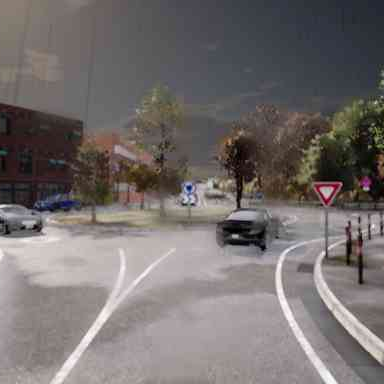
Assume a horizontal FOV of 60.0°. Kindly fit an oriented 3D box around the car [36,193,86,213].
[{"bbox_3d":[-13.729,1.120,34.925,2.150,2.045,5.566,0,0,28],"label":"car"}]

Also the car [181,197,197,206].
[{"bbox_3d":[-0.637,1.431,50.591,2.033,1.411,5.357,0,0,-5],"label":"car"}]

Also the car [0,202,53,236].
[{"bbox_3d":[-10.182,1.471,18.603,4.902,1.511,2.128,1,1,40],"label":"car"}]

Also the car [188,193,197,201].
[{"bbox_3d":[0.204,1.175,79.919,2.150,2.045,5.566,0,0,1],"label":"car"}]

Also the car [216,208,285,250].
[{"bbox_3d":[2.622,1.446,14.393,1.882,1.535,5.008,-1,0,25],"label":"car"}]
